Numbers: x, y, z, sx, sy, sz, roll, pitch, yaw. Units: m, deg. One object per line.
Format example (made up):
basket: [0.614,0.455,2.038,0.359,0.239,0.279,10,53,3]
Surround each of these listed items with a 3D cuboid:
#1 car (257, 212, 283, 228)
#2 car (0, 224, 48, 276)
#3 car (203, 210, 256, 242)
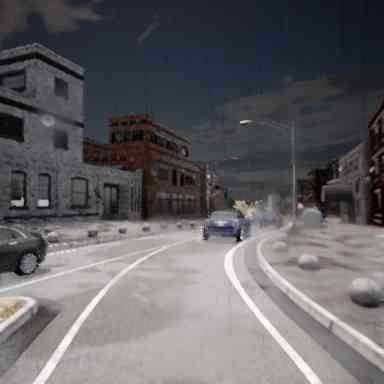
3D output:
car: [8.929,3.052,37.134,2.097,1.767,4.553,-1,-4,20]
car: [-5.947,1.607,8.406,1.837,1.490,4.892,-1,-1,21]
car: [2.204,1.840,19.493,2.097,1.767,4.553,-1,-3,19]
